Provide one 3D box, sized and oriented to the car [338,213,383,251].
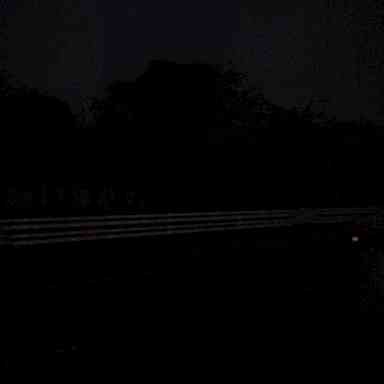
[{"bbox_3d":[8.126,1.606,13.730,5.008,1.535,1.882,0,0,-34],"label":"car"}]
